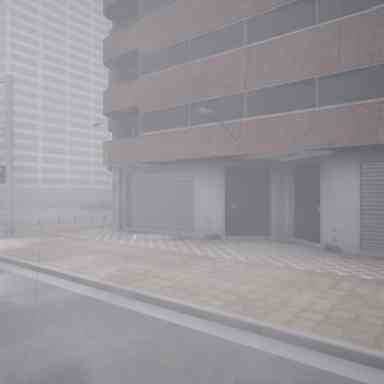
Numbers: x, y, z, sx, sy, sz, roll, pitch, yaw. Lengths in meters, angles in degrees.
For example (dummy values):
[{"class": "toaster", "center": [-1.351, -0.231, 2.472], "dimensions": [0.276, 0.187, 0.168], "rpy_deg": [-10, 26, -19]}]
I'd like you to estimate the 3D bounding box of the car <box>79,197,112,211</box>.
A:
[{"class": "car", "center": [-11.176, 1.601, 40.171], "dimensions": [1.895, 1.301, 4.718], "rpy_deg": [0, 0, 37]}]
